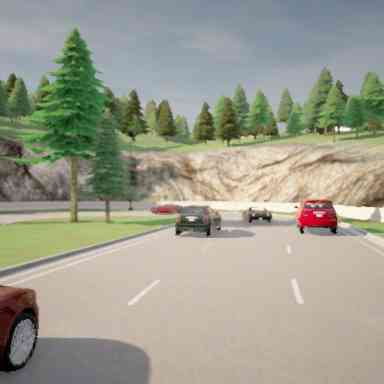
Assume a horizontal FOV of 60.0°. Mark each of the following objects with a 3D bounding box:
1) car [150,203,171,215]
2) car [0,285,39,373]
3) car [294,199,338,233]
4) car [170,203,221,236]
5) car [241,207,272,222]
[{"bbox_3d":[-3.076,2.058,40.807,4.181,1.385,1.994,0,-1,22],"label":"car"},{"bbox_3d":[-3.190,1.511,2.764,1.882,1.535,5.008,0,-1,3],"label":"car"},{"bbox_3d":[8.015,1.490,21.754,2.150,2.045,5.566,0,-1,14],"label":"car"},{"bbox_3d":[0.495,1.602,20.543,2.097,1.767,4.553,0,-1,14],"label":"car"},{"bbox_3d":[5.648,1.964,29.718,1.895,1.301,4.718,0,-1,-1],"label":"car"}]
